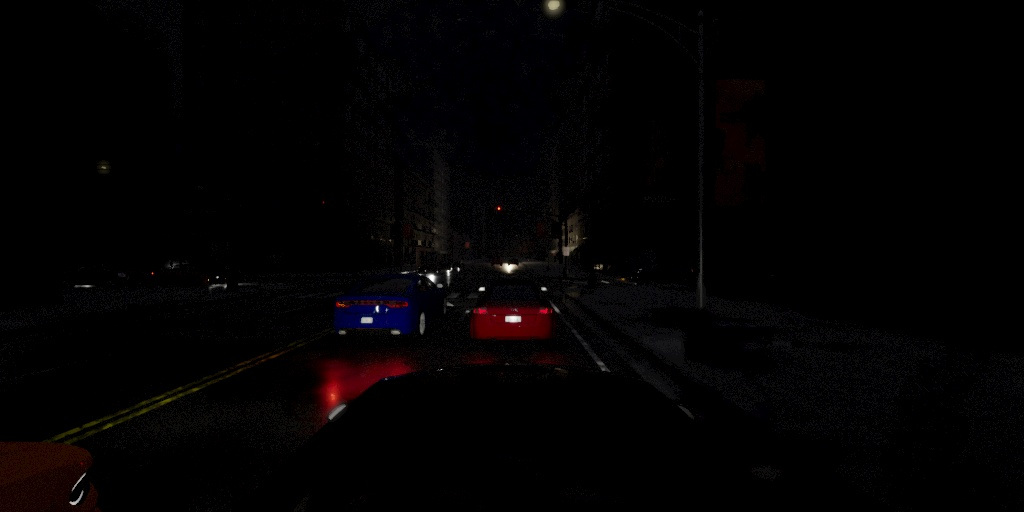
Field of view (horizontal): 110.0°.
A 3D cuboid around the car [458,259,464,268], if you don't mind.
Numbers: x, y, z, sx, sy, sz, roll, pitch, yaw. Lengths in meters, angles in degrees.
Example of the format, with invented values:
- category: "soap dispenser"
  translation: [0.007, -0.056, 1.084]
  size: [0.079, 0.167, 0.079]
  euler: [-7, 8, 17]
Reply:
- category: "car"
  translation: [-9.617, 1.282, 63.116]
  size: [2.033, 1.411, 5.357]
  euler: [0, 0, 1]

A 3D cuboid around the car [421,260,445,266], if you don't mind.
- category: "car"
  translation: [-9.717, 1.344, 42.526]
  size: [1.895, 1.301, 4.718]
  euler: [0, 0, 0]

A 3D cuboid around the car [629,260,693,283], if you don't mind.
- category: "car"
  translation: [11.631, 1.137, 28.060]
  size: [4.553, 1.767, 2.097]
  euler: [0, 0, 2]

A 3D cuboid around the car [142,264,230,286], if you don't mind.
- category: "car"
  translation: [-22.523, 1.304, 25.018]
  size: [4.181, 1.385, 1.994]
  euler: [0, 0, 1]

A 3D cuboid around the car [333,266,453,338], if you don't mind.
- category: "car"
  translation: [-3.121, 1.227, 10.176]
  size: [1.882, 1.535, 5.008]
  euler: [0, 0, 0]

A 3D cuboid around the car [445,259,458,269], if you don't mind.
- category: "car"
  translation: [-9.680, 1.244, 52.786]
  size: [1.837, 1.490, 4.892]
  euler: [0, 0, 0]

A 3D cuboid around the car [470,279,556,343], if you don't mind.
- category: "car"
  translation: [0.029, 1.313, 9.648]
  size: [1.994, 1.385, 4.181]
  euler: [0, 0, 0]

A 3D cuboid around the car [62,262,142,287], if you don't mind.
- category: "car"
  translation: [-25.350, 1.169, 22.500]
  size: [4.097, 1.591, 1.967]
  euler: [0, 0, 0]

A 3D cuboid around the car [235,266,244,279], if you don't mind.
- category: "car"
  translation: [-25.283, 1.326, 30.525]
  size: [4.313, 1.339, 1.948]
  euler: [0, 0, 0]
